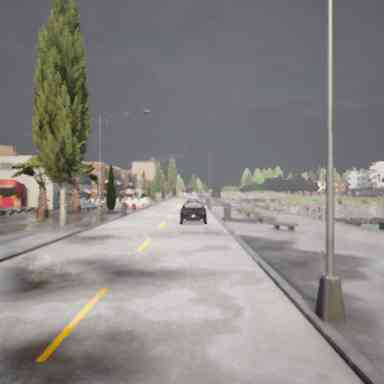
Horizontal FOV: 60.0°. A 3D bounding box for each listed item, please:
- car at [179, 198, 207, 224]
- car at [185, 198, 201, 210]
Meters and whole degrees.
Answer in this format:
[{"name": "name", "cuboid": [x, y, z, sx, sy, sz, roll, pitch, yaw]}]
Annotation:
[{"name": "car", "cuboid": [0.097, 1.435, 24.531, 1.882, 1.535, 5.008, 0, 0, 0]}, {"name": "car", "cuboid": [0.114, 1.490, 42.698, 1.994, 1.385, 4.181, 0, 0, 0]}]
